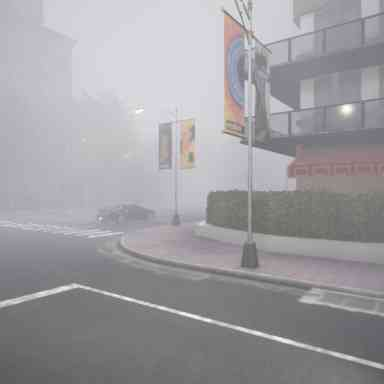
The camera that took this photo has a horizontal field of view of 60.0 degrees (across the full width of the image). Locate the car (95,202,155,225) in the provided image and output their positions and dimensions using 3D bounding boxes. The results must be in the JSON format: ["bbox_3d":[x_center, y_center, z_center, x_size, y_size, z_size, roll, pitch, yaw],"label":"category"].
[{"bbox_3d":[-4.680,1.502,24.079,1.837,1.490,4.892,0,0,35],"label":"car"}]
